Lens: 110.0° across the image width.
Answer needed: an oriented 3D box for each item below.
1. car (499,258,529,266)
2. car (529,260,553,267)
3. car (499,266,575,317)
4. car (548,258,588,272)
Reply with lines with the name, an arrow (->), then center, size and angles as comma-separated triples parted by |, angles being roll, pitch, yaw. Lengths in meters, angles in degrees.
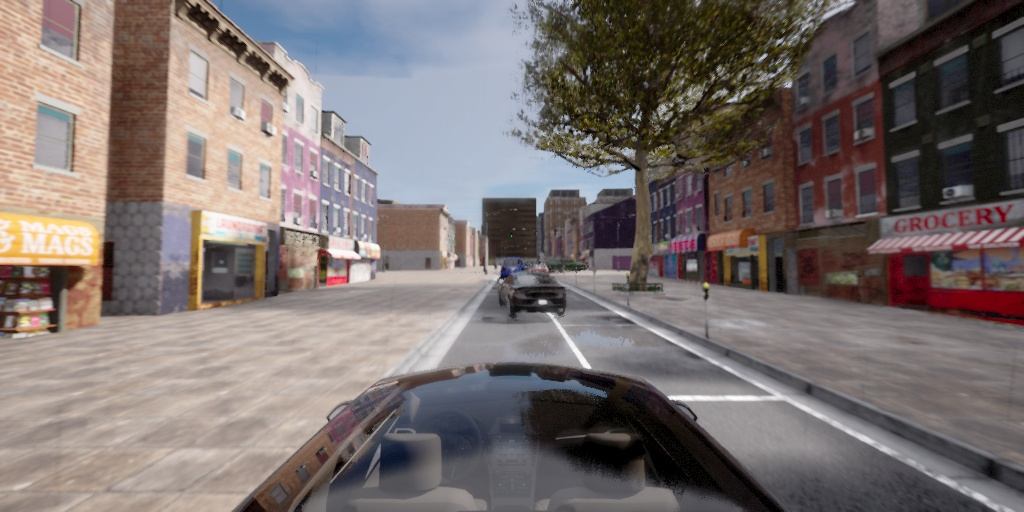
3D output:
car -> 0.094, 1.198, 31.236 | 2.150, 2.045, 5.566 | 0, 0, 0
car -> 2.649, 1.458, 35.948 | 1.967, 1.591, 4.097 | 0, 0, 0
car -> 0.615, 1.309, 13.642 | 1.882, 1.535, 5.008 | 0, 0, -8
car -> 7.183, 1.287, 47.698 | 5.566, 2.045, 2.150 | 0, -3, -7
